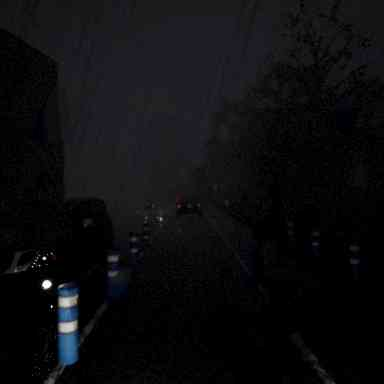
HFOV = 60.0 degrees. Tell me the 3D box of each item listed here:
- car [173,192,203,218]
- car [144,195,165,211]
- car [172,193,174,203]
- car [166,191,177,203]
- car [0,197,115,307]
[{"bbox_3d":[-0.252,1.100,27.725,2.097,1.767,4.553,0,1,-2],"label":"car"},{"bbox_3d":[-4.007,1.134,35.605,1.837,1.490,4.892,-1,1,-4],"label":"car"},{"bbox_3d":[-0.775,1.101,37.227,1.994,1.385,4.181,-1,2,-7],"label":"car"},{"bbox_3d":[-2.353,0.661,47.175,1.882,1.535,5.008,-2,3,-16],"label":"car"},{"bbox_3d":[-3.441,1.160,8.247,2.150,2.045,5.566,0,0,-1],"label":"car"}]
